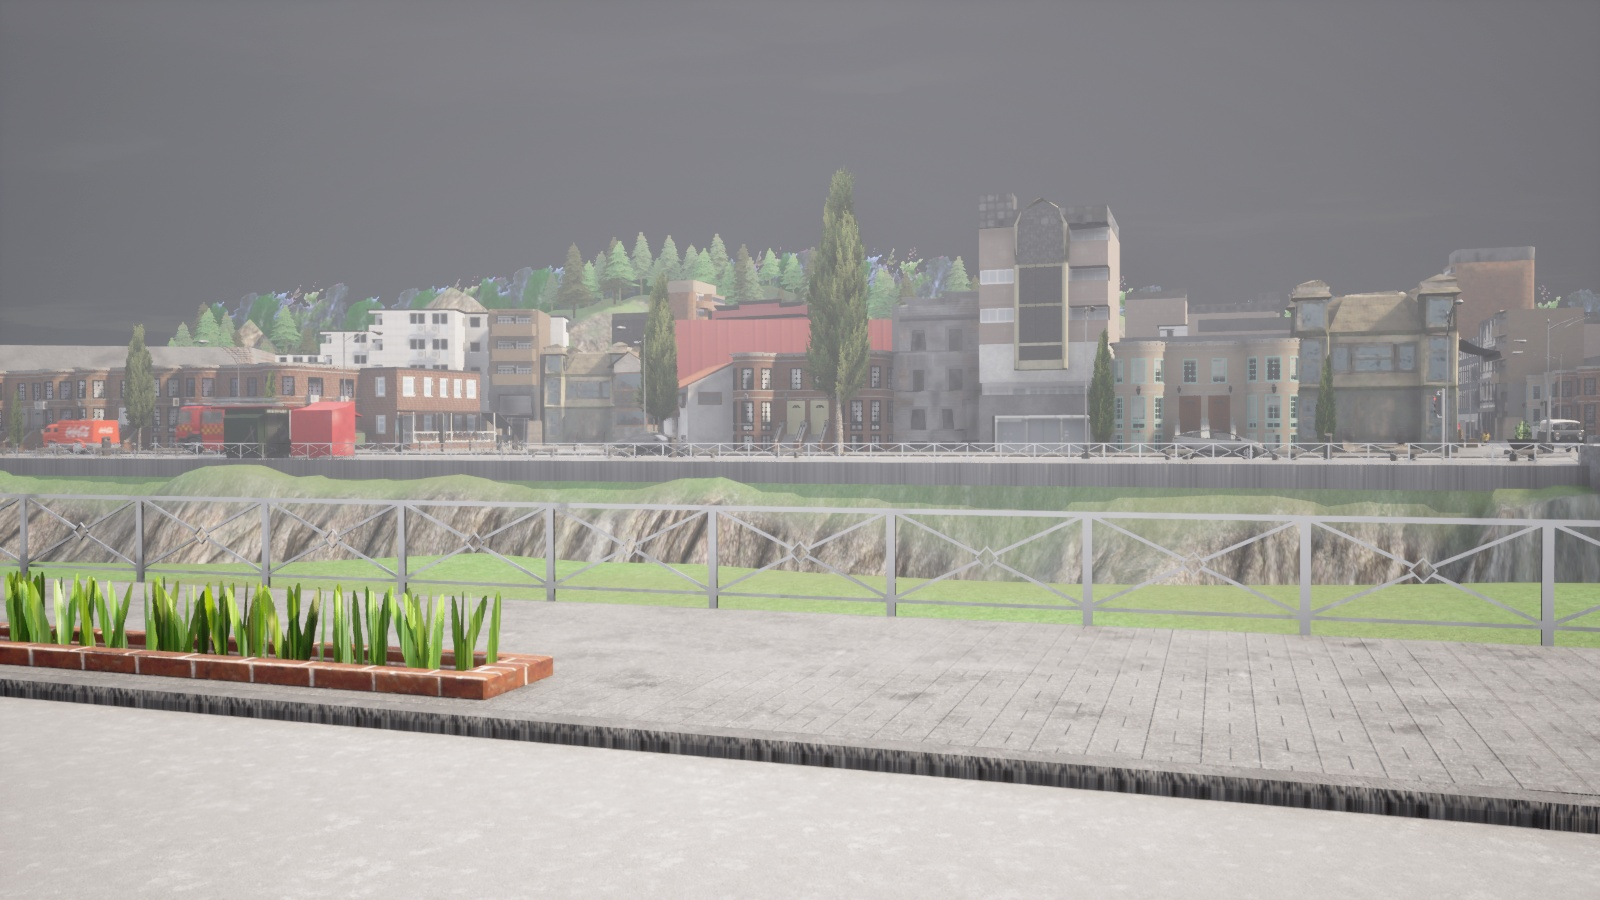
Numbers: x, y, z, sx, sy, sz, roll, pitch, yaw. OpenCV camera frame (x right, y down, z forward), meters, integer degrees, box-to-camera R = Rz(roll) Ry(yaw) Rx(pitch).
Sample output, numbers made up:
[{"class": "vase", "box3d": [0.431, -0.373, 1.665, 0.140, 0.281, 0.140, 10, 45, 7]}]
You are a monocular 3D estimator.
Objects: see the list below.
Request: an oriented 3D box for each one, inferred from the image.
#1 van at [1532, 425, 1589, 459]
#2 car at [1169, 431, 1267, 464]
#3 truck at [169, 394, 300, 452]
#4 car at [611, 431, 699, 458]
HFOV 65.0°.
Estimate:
[{"class": "van", "box3d": [46.871, -0.514, 77.460, 2.069, 2.038, 4.480, 1, 1, 19]}, {"class": "car", "box3d": [20.593, -0.141, 61.907, 4.514, 1.525, 2.007, 1, 1, 19]}, {"class": "truck", "box3d": [-38.750, -1.861, 86.044, 8.468, 3.827, 2.891, 1, 1, 19]}, {"class": "car", "box3d": [-8.261, -0.325, 71.601, 4.674, 1.442, 1.812, 1, 1, 19]}]
